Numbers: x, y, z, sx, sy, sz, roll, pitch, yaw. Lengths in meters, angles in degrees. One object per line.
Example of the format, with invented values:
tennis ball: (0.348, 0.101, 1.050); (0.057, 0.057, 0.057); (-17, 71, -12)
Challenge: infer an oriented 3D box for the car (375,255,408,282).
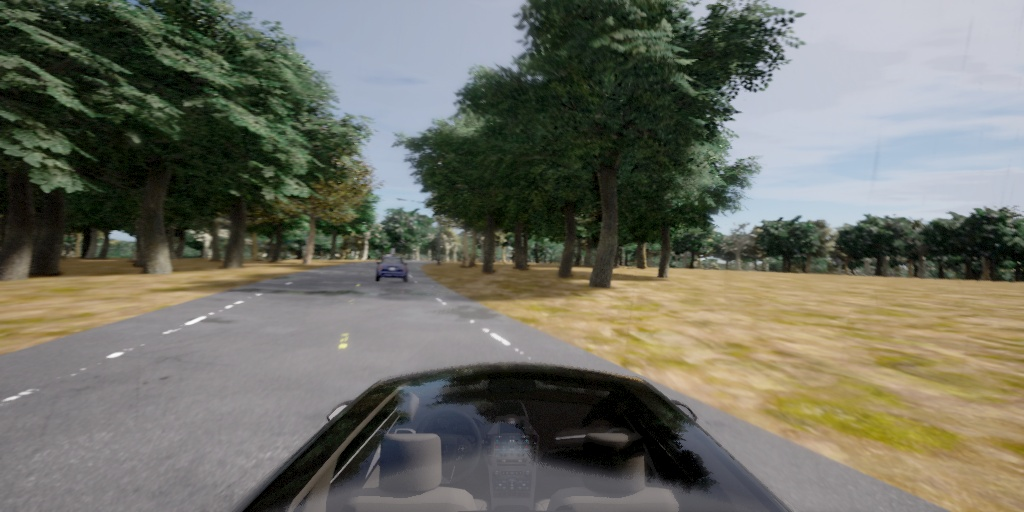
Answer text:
car: (-8.634, 0.823, 25.831); (2.097, 1.767, 4.553); (3, 0, -19)
